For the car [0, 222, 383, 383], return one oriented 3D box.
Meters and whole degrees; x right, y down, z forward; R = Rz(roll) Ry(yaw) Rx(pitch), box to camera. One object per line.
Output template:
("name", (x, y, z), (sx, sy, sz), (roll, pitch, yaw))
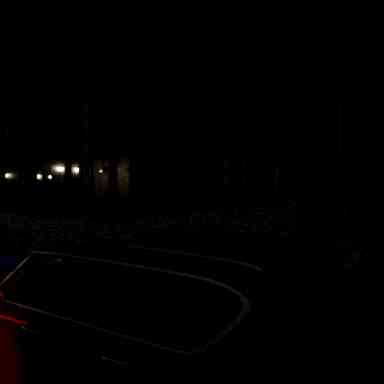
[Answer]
("car", (-0.698, 1.330, 3.467), (5.009, 1.841, 2.192), (0, 0, 35))
